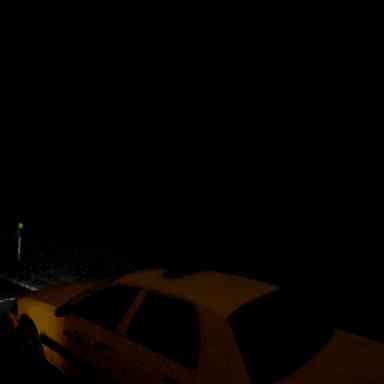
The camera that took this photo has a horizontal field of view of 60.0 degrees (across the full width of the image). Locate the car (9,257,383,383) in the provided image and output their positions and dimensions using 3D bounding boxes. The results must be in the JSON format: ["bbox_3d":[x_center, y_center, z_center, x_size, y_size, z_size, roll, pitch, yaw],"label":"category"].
[{"bbox_3d":[-0.311,1.524,3.795,5.366,1.575,1.801,0,-1,41],"label":"car"}]
